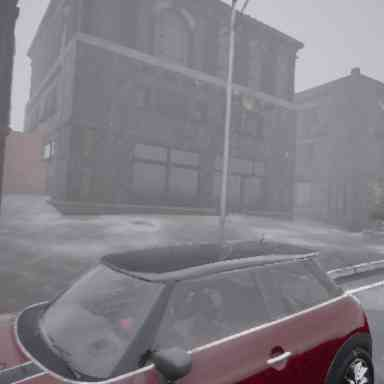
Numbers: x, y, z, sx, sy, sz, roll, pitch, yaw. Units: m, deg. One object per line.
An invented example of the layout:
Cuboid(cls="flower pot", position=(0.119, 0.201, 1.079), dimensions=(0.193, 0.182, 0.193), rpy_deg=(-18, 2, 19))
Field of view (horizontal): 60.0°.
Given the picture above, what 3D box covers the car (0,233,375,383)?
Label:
Cuboid(cls="car", position=(-0.328, 1.356, 3.106), dimensions=(4.553, 1.767, 2.097), rpy_deg=(0, 0, -35))
